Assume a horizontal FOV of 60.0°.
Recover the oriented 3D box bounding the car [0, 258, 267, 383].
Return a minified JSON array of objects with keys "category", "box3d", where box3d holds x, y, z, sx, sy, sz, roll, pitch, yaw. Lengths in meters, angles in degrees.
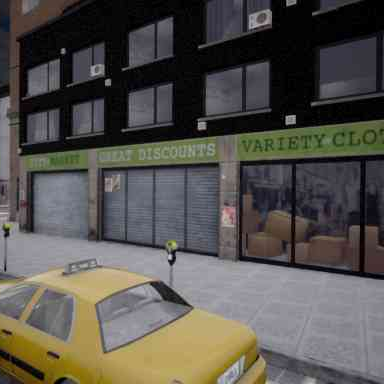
[{"category":"car","box3d":[-1.540,1.524,4.190,4.829,1.417,1.752,0,1,36]}]
